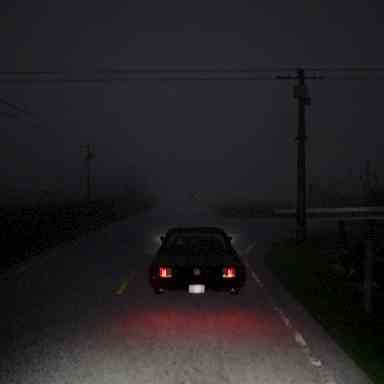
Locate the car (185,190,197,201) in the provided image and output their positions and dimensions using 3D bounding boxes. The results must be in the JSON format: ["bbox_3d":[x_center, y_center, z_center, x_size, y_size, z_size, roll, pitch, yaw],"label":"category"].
[{"bbox_3d":[-0.159,0.717,64.258,2.150,2.045,5.566,0,0,0],"label":"car"}]

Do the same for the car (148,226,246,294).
[{"bbox_3d":[0.106,1.533,8.524,1.895,1.301,4.718,0,0,0],"label":"car"}]

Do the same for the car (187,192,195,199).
[{"bbox_3d":[-0.249,0.749,74.786,1.837,1.490,4.892,0,0,0],"label":"car"}]
